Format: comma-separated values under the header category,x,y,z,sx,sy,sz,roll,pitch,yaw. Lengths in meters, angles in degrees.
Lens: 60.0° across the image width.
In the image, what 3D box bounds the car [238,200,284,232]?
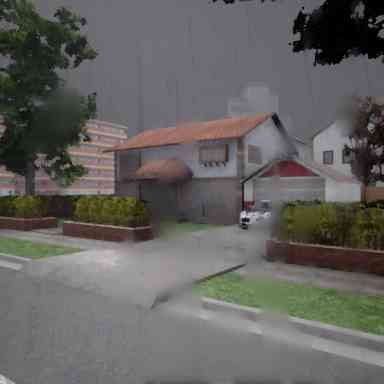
category,x,y,z,sx,sy,sz,roll,pitch,yaw
car,4.023,1.168,17.438,1.970,1.475,3.806,0,0,36
